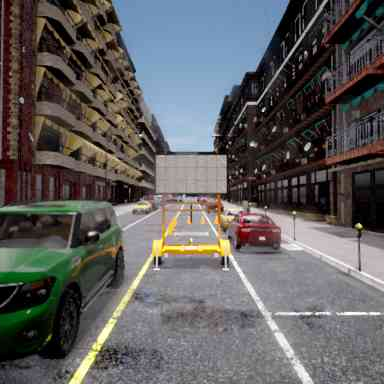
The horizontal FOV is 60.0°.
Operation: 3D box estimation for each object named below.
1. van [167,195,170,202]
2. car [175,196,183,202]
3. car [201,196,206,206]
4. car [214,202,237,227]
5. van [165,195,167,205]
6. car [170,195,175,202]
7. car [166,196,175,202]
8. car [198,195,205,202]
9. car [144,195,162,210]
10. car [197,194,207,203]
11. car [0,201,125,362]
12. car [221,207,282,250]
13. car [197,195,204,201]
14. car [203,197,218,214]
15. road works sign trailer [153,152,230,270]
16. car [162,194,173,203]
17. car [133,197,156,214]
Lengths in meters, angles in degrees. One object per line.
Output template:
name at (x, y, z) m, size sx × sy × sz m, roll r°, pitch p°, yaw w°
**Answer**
van at (-5.410, 1.475, 58.633) m, size 1.690 × 1.788 × 3.998 m, roll 1°, pitch 0°, yaw 0°
car at (-2.896, 1.678, 71.544) m, size 2.128 × 1.511 × 4.902 m, roll 0°, pitch 0°, yaw 0°
car at (2.499, 1.629, 41.996) m, size 2.008 × 1.369 × 4.403 m, roll 1°, pitch 0°, yaw 0°
car at (2.546, 1.551, 20.044) m, size 1.752 × 1.417 × 4.829 m, roll 1°, pitch 0°, yaw 0°
van at (-5.398, 1.454, 53.101) m, size 1.690 × 1.788 × 3.998 m, roll 2°, pitch 0°, yaw 0°
car at (-5.433, 1.494, 69.694) m, size 2.192 × 1.841 × 5.009 m, roll 1°, pitch 0°, yaw 0°
car at (-5.473, 1.822, 86.285) m, size 1.947 × 1.339 × 4.313 m, roll 1°, pitch 0°, yaw 0°
car at (2.465, 1.678, 58.587) m, size 1.887 × 1.381 × 4.507 m, roll 1°, pitch 0°, yaw 0°
car at (-5.374, 1.394, 42.043) m, size 2.192 × 1.841 × 5.009 m, roll 2°, pitch 0°, yaw 0°
car at (2.390, 1.543, 80.712) m, size 2.192 × 1.841 × 5.009 m, roll 1°, pitch 0°, yaw 0°
car at (-2.762, 1.228, 6.355) m, size 2.150 × 2.045 × 5.566 m, roll 0°, pitch 0°, yaw 0°
car at (2.557, 1.561, 14.342) m, size 1.887 × 1.381 × 4.507 m, roll 1°, pitch 0°, yaw 0°
car at (2.364, 1.726, 91.774) m, size 1.967 × 1.590 × 4.097 m, roll 1°, pitch 0°, yaw 0°
car at (2.511, 1.609, 36.464) m, size 1.887 × 1.381 × 4.507 m, roll 1°, pitch 0°, yaw 0°
road works sign trailer at (-0.022, 0.475, 11.003) m, size 2.380 × 3.560 × 2.880 m, roll 0°, pitch 0°, yaw 0°
car at (-5.444, 1.518, 75.224) m, size 2.192 × 1.841 × 5.009 m, roll 1°, pitch 0°, yaw 0°
car at (-5.368, 1.589, 36.341) m, size 1.752 × 1.417 × 4.829 m, roll 2°, pitch 0°, yaw 0°
